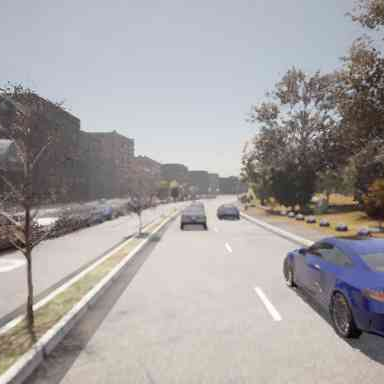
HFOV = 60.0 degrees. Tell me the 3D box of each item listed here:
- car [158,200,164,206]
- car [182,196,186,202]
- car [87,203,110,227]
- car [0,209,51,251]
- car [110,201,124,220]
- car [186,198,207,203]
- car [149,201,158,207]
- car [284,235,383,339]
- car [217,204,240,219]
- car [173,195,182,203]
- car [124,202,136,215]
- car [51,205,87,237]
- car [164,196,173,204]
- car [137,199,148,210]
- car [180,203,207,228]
[{"bbox_3d":[-7.220,1.885,63.416,1.946,1.575,5.366,0,0,5],"label":"car"},{"bbox_3d":[-3.989,1.727,91.109,2.435,2.045,5.566,0,0,10],"label":"car"},{"bbox_3d":[-7.957,1.715,24.670,2.163,1.488,4.792,0,0,0],"label":"car"},{"bbox_3d":[-8.008,1.634,13.576,2.163,1.488,4.792,0,0,0],"label":"car"},{"bbox_3d":[-7.932,1.763,30.247,2.002,1.452,4.674,0,0,0],"label":"car"},{"bbox_3d":[0.690,1.873,42.070,2.033,1.411,5.357,0,0,3],"label":"car"},{"bbox_3d":[-7.622,1.891,56.386,2.163,1.488,4.792,0,0,3],"label":"car"},{"bbox_3d":[3.244,1.586,6.555,1.812,1.442,4.674,0,-1,0],"label":"car"},{"bbox_3d":[3.453,1.829,32.128,1.994,1.385,4.181,0,0,2],"label":"car"},{"bbox_3d":[-4.863,1.967,85.630,2.231,1.521,4.892,0,0,9],"label":"car"},{"bbox_3d":[-7.906,1.758,35.798,2.231,1.521,4.892,0,0,0],"label":"car"},{"bbox_3d":[-7.984,1.686,19.155,2.002,1.452,4.674,0,0,0],"label":"car"},{"bbox_3d":[-6.268,1.925,74.393,1.946,1.575,5.366,0,0,7],"label":"car"},{"bbox_3d":[-7.855,1.818,46.790,2.097,1.535,5.008,0,0,1],"label":"car"},{"bbox_3d":[0.125,1.751,23.969,2.033,1.411,5.357,0,0,1],"label":"car"}]
